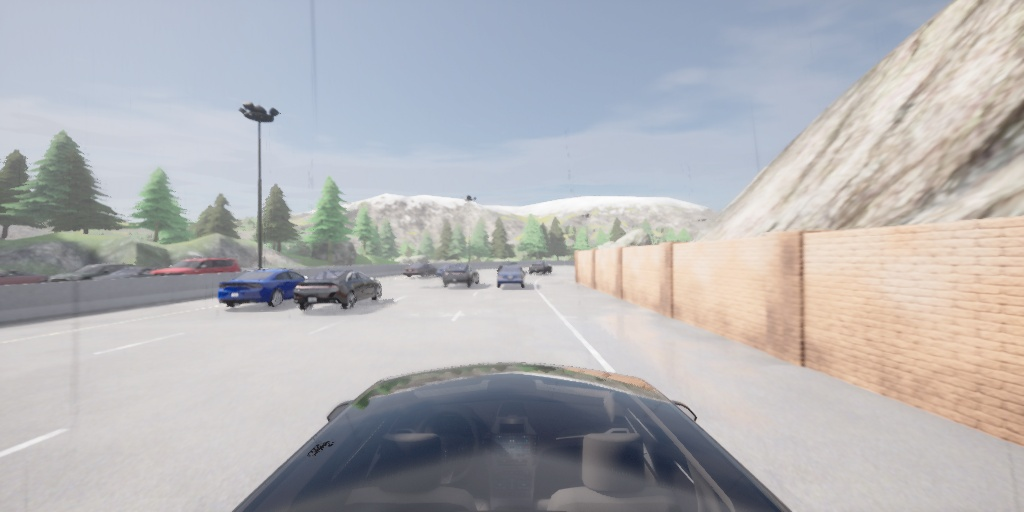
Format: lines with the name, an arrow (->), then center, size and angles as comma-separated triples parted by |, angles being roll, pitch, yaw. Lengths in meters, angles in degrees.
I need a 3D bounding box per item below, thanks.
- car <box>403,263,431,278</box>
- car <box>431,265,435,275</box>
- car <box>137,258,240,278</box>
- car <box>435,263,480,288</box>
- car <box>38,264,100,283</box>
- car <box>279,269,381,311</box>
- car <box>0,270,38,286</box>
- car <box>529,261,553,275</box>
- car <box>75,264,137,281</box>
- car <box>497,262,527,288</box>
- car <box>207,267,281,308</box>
car -> -9.106, 1.448, 36.784 | 2.033, 1.411, 5.357 | -1, 0, 14
car -> -5.684, 1.424, 35.954 | 2.033, 1.411, 5.357 | -1, 0, 14
car -> -21.137, 1.167, 24.231 | 2.150, 2.045, 5.566 | 0, 0, 2
car -> -3.435, 1.325, 24.987 | 2.128, 1.511, 4.902 | 0, 0, 4
car -> -28.062, 1.344, 24.440 | 2.097, 1.767, 4.553 | 0, 0, 2
car -> -7.070, 1.323, 15.061 | 2.128, 1.511, 4.902 | 0, 0, -1
car -> -31.640, 1.573, 22.172 | 1.994, 1.385, 4.181 | 0, 0, 2
car -> 3.370, 1.324, 41.139 | 2.128, 1.511, 4.902 | 0, 0, 19
car -> -24.609, 1.459, 23.692 | 2.128, 1.511, 4.902 | 0, 0, 2
car -> -0.008, 1.356, 24.653 | 2.033, 1.411, 5.357 | 0, 0, 3
car -> -10.583, 1.334, 16.119 | 1.882, 1.535, 5.008 | 0, 0, -1
